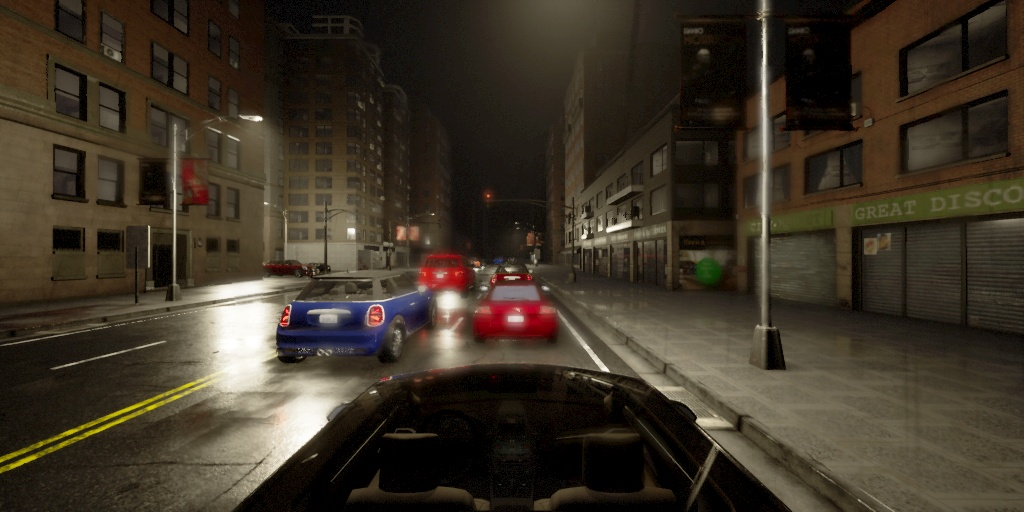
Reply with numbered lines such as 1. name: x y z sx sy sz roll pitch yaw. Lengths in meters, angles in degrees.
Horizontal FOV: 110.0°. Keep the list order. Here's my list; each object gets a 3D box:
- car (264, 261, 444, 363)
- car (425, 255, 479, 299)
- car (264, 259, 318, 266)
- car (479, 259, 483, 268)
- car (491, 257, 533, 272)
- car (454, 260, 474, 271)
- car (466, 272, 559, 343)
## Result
1. car: -3.142 1.103 8.289 2.097 1.767 4.553 0 0 0
2. car: -3.139 0.974 18.328 2.150 2.045 5.566 0 0 0
3. car: -20.772 1.103 33.621 4.553 1.767 2.097 0 0 2
4. car: -6.544 1.127 59.259 2.097 1.767 4.553 0 0 0
5. car: 0.011 1.104 18.289 2.097 1.767 4.553 0 0 0
6. car: -6.560 1.261 49.377 2.128 1.511 4.902 0 0 0
7. car: 0.098 1.315 9.671 1.994 1.385 4.181 0 0 0
